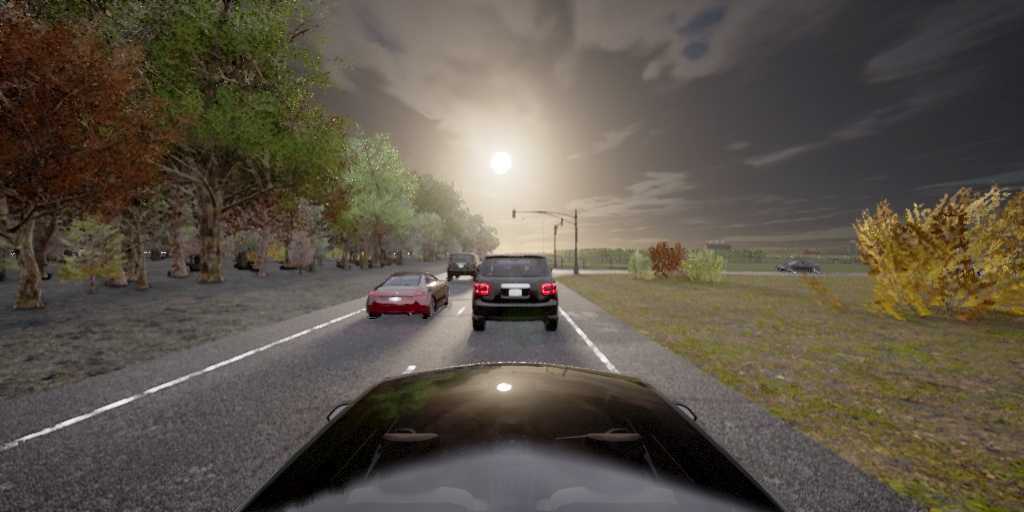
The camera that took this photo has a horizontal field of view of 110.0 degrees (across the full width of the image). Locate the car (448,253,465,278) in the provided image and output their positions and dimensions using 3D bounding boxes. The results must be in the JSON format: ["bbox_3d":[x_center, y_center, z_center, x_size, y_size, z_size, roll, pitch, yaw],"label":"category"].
[{"bbox_3d":[-3.456,0.769,26.952,2.150,2.045,5.566,0,0,0],"label":"car"}]

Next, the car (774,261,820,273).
[{"bbox_3d":[35.042,1.346,44.121,4.892,1.490,1.837,1,-1,0],"label":"car"}]

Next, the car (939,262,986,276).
[{"bbox_3d":[50.293,1.456,40.462,5.008,1.535,1.882,1,0,1],"label":"car"}]

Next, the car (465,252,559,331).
[{"bbox_3d":[0.078,0.899,10.808,2.150,2.045,5.566,0,0,0],"label":"car"}]

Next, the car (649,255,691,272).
[{"bbox_3d":[19.474,0.892,44.164,5.566,2.045,2.150,1,0,0],"label":"car"}]

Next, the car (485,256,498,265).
[{"bbox_3d":[-3.530,0.743,62.865,2.128,1.511,4.902,0,1,0],"label":"car"}]

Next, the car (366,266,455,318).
[{"bbox_3d":[-3.424,1.227,12.501,1.994,1.385,4.181,0,0,0],"label":"car"}]
